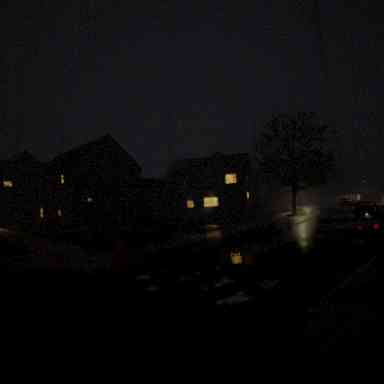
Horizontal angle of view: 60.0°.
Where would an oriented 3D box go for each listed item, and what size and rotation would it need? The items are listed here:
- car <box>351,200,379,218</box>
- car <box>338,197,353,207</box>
[{"bbox_3d":[15.626,1.545,29.797,1.895,1.301,4.718,-5,-2,27],"label":"car"},{"bbox_3d":[24.448,1.546,52.814,2.128,1.511,4.902,-4,-2,17],"label":"car"}]
